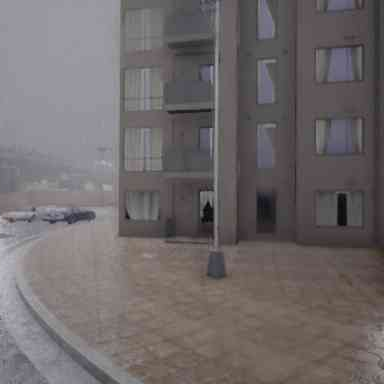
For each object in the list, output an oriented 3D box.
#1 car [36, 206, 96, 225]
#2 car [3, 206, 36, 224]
[{"bbox_3d":[-9.606,1.777,26.413,2.033,1.411,5.357,0,-1,10],"label":"car"},{"bbox_3d":[-12.945,1.819,27.148,1.895,1.301,4.718,0,-1,9],"label":"car"}]
